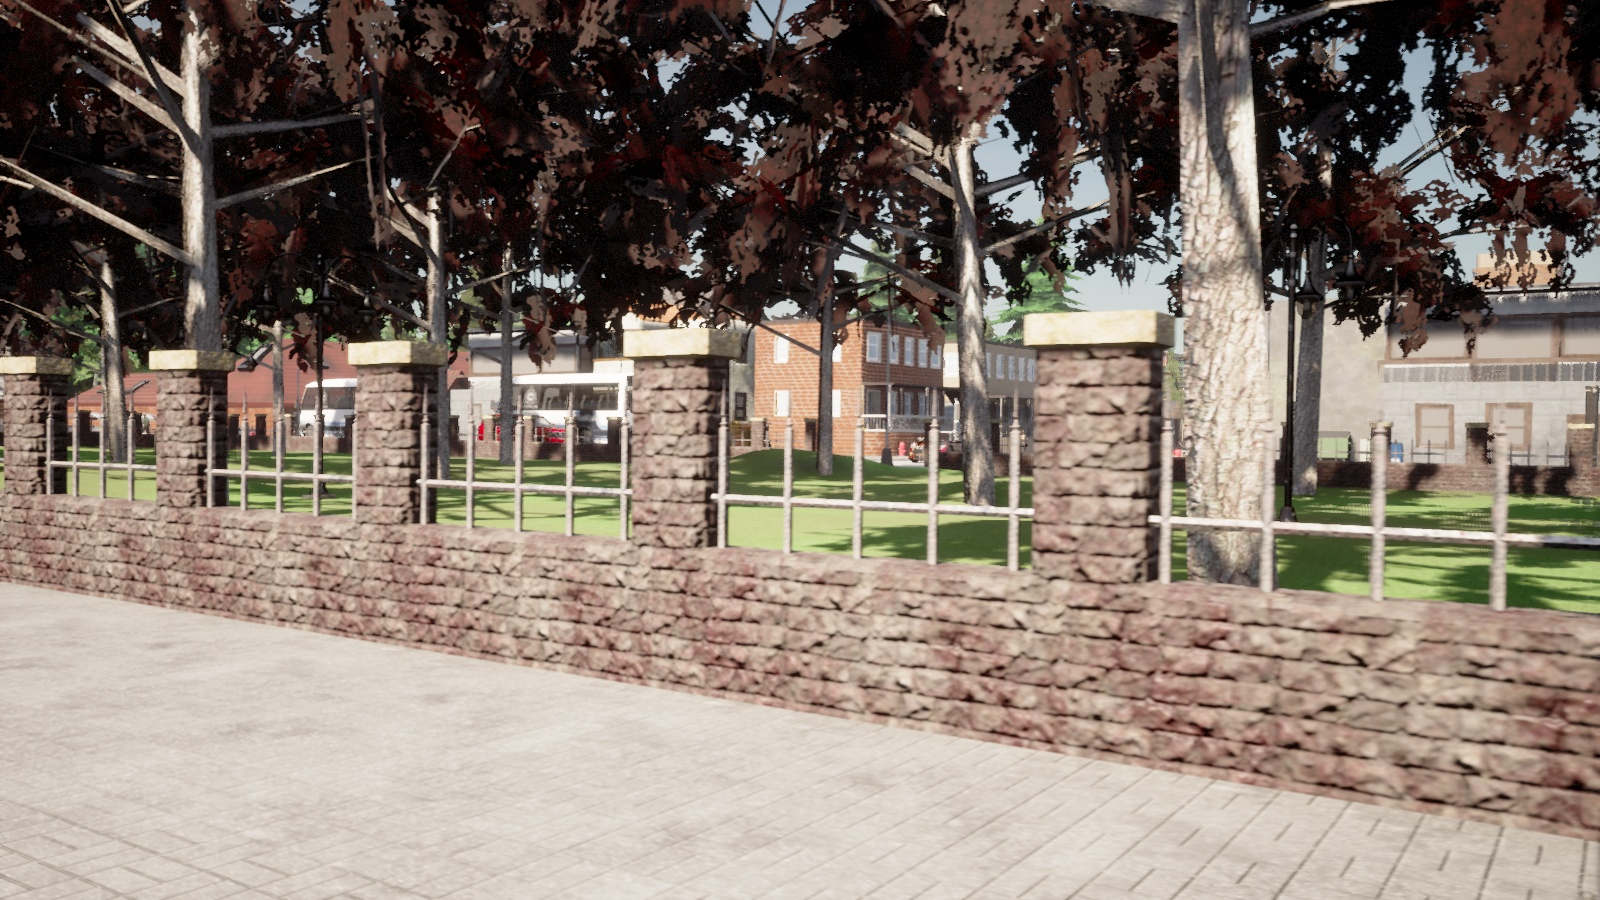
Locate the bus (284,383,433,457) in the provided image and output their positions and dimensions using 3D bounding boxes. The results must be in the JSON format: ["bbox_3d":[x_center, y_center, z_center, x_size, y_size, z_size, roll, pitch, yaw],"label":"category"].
[{"bbox_3d":[-27.349,-1.794,77.460,10.273,4.253,3.944,1,1,40],"label":"bus"}]

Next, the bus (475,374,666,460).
[{"bbox_3d":[-12.287,-1.689,66.770,10.273,4.253,3.944,0,1,36],"label":"bus"}]

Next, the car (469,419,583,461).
[{"bbox_3d":[-13.711,-0.521,62.828,5.566,2.045,2.150,0,1,30],"label":"car"}]

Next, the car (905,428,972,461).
[{"bbox_3d":[6.442,-0.291,58.045,1.970,1.475,3.806,0,1,25],"label":"car"}]
